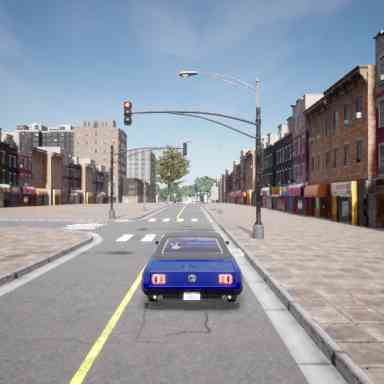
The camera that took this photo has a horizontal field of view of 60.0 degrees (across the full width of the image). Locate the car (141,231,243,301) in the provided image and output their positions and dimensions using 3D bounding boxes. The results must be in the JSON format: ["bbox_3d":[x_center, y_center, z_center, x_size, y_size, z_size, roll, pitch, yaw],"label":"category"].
[{"bbox_3d":[0.009,1.612,8.267,1.895,1.301,4.718,0,0,0],"label":"car"}]
